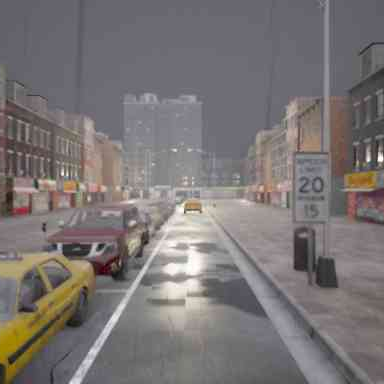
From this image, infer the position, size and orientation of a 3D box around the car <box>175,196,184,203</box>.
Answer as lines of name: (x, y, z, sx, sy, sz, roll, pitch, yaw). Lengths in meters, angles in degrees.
car: (-2.644, 1.534, 69.998, 1.802, 1.307, 4.206, 0, 0, 0)

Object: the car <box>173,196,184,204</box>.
car: (-2.643, 1.522, 64.547, 1.947, 1.339, 4.313, 0, 0, 0)

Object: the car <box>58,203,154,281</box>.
car: (-2.641, 1.307, 10.025, 2.192, 1.841, 5.009, 0, 0, 0)

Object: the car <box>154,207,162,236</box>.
car: (-2.641, 1.569, 15.477, 1.802, 1.307, 4.206, 0, 0, 0)

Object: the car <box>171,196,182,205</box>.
car: (-2.643, 1.485, 58.924, 1.752, 1.417, 4.829, 0, 0, 0)

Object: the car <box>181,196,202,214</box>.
car: (0.098, 1.451, 35.802, 1.882, 1.535, 5.008, 0, 0, 0)

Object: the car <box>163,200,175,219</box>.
car: (-2.641, 1.546, 26.381, 1.947, 1.339, 4.313, 0, 0, 0)

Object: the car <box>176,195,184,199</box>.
car: (-2.643, 1.514, 53.642, 2.008, 1.369, 4.403, 0, 0, 0)

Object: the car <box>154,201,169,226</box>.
car: (-2.641, 1.509, 20.760, 1.752, 1.417, 4.829, 0, 0, 0)

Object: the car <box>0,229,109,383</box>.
car: (-2.640, 1.522, 4.403, 1.752, 1.417, 4.829, 0, 0, 0)

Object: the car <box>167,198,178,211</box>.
car: (-2.642, 1.542, 31.834, 1.947, 1.339, 4.313, 0, 0, 0)

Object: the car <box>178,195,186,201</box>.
car: (-2.645, 1.507, 86.355, 1.947, 1.339, 4.313, 0, 0, 0)

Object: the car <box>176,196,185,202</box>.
car: (-2.644, 1.514, 75.451, 1.947, 1.339, 4.313, 0, 0, 0)

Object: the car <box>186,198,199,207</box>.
car: (0.088, 1.566, 50.077, 1.895, 1.301, 4.718, 0, 0, 1)

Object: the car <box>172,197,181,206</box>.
car: (-2.642, 1.524, 37.286, 2.008, 1.369, 4.403, 0, 0, 0)
